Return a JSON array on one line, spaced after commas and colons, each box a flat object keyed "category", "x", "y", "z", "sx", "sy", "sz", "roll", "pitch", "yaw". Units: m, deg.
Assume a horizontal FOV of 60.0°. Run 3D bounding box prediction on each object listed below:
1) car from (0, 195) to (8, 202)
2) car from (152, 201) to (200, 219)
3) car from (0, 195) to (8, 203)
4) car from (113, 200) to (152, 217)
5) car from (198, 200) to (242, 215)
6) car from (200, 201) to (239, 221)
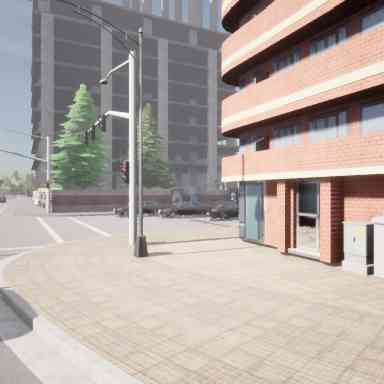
[{"category": "car", "x": -42.592, "y": 1.500, "z": 74.722, "sx": 1.837, "sy": 1.490, "sz": 4.892, "roll": 0, "pitch": 0, "yaw": -27}, {"category": "car", "x": -0.650, "y": 1.547, "z": 29.755, "sx": 4.902, "sy": 1.511, "sz": 2.128, "roll": 0, "pitch": 0, "yaw": -27}, {"category": "car", "x": -38.048, "y": 1.595, "z": 65.876, "sx": 1.895, "sy": 1.301, "sz": 4.718, "roll": 0, "pitch": 0, "yaw": -27}, {"category": "car", "x": -4.959, "y": 1.547, "z": 31.501, "sx": 4.902, "sy": 1.511, "sz": 2.128, "roll": 0, "pitch": 0, "yaw": -27}, {"category": "car", "x": 2.996, "y": 1.619, "z": 35.519, "sx": 4.181, "sy": 1.385, "sz": 1.994, "roll": 0, "pitch": 0, "yaw": -28}, {"category": "car", "x": 3.320, "y": 1.581, "z": 27.611, "sx": 4.674, "sy": 1.442, "sz": 1.812, "roll": 0, "pitch": 0, "yaw": -27}]
